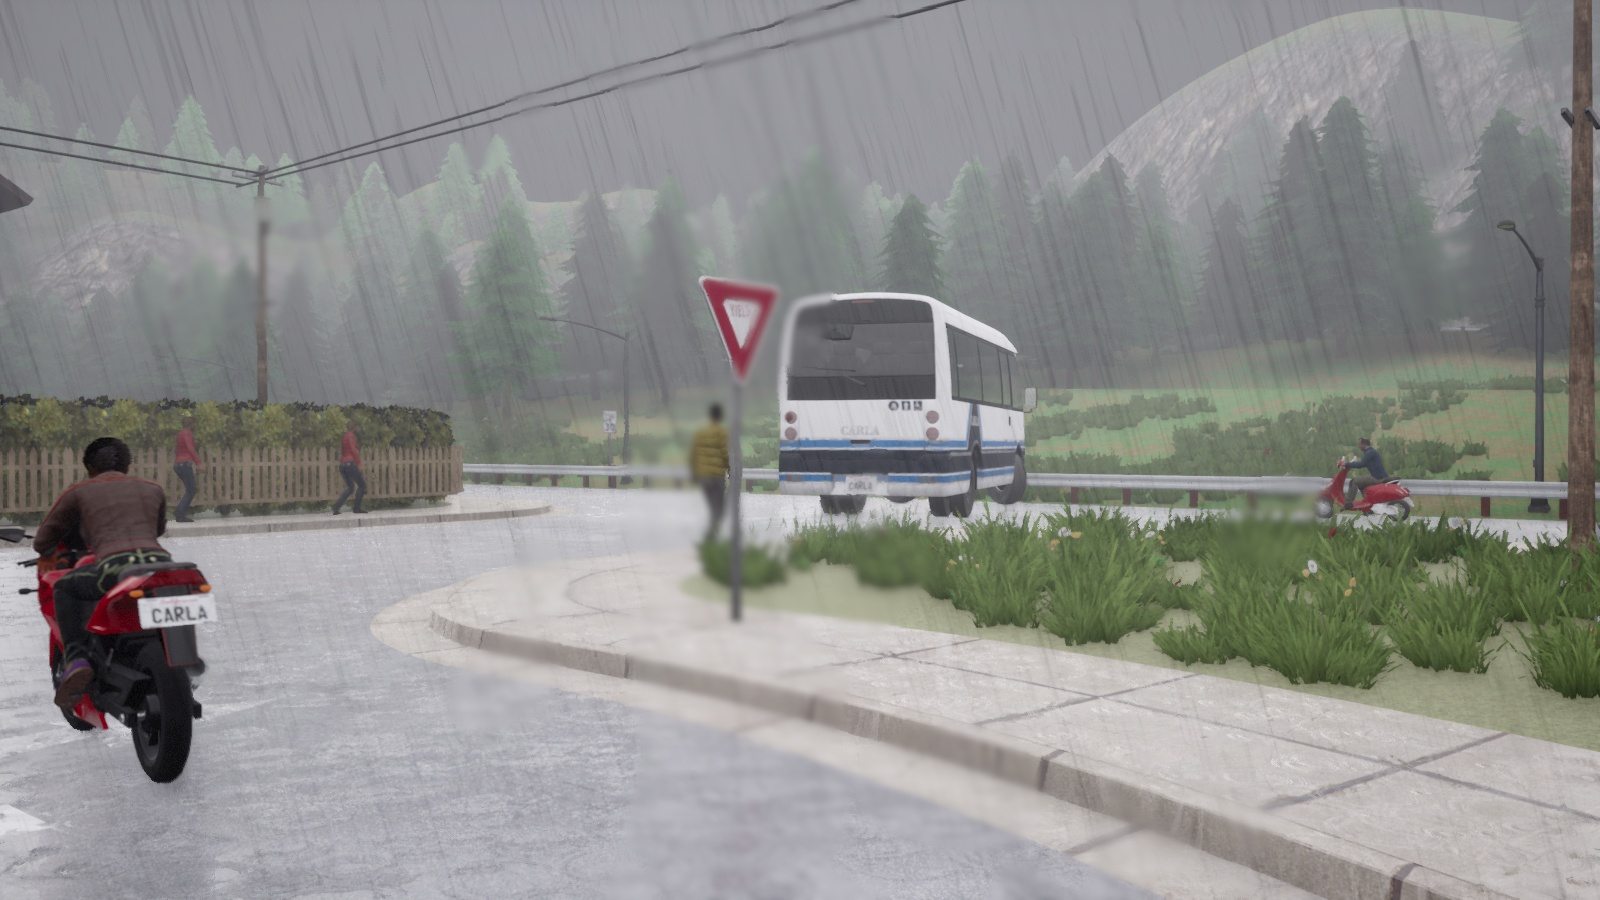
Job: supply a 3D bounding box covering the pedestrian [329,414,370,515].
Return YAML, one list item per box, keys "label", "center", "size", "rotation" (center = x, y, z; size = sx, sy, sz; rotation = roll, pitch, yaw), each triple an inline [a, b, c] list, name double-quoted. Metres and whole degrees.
- label: "pedestrian"
  center: [-8.333, 0.264, 23.250]
  size: [0.636, 1.846, 0.331]
  rotation: [0, 0, -44]

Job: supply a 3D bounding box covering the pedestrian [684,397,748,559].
- label: "pedestrian"
  center: [-0.980, 0.318, 14.704]
  size: [0.431, 1.840, 0.709]
  rotation: [0, 0, 29]

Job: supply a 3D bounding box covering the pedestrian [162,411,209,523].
- label: "pedestrian"
  center: [-10.251, 0.275, 20.948]
  size: [0.636, 1.846, 0.331]
  rotation: [0, 0, -44]

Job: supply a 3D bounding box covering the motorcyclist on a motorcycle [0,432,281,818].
- label: "motorcyclist on a motorcycle"
  center: [-3.263, 0.691, 5.968]
  size: [0.797, 1.523, 2.044]
  rotation: [-1, 0, -43]

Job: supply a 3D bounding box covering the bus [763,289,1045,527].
- label: "bus"
  center: [2.788, -0.782, 27.925]
  size: [3.944, 4.253, 10.273]
  rotation: [0, 0, 18]

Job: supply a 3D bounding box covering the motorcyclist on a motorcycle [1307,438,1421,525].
- label: "motorcyclist on a motorcycle"
  center: [10.731, 0.573, 23.920]
  size: [1.817, 1.590, 0.866]
  rotation: [0, 1, 39]
